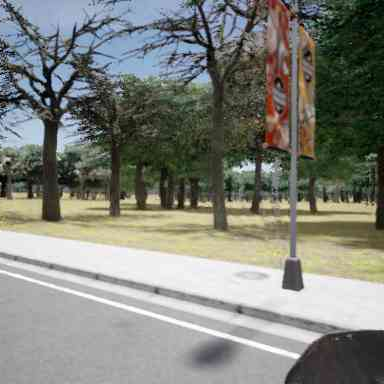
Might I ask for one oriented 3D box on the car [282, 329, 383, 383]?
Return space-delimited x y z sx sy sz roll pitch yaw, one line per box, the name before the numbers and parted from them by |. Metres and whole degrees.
car | 2.558 1.564 1.859 4.181 1.385 1.994 0 0 35
